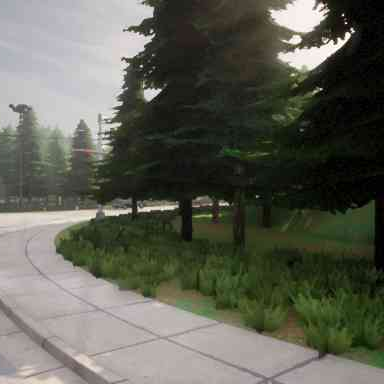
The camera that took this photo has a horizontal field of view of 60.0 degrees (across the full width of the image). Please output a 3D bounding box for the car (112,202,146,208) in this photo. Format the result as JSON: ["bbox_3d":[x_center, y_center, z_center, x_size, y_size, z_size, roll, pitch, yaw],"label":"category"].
[{"bbox_3d":[-8.181,1.491,43.600,2.128,1.511,4.902,0,0,37],"label":"car"}]
